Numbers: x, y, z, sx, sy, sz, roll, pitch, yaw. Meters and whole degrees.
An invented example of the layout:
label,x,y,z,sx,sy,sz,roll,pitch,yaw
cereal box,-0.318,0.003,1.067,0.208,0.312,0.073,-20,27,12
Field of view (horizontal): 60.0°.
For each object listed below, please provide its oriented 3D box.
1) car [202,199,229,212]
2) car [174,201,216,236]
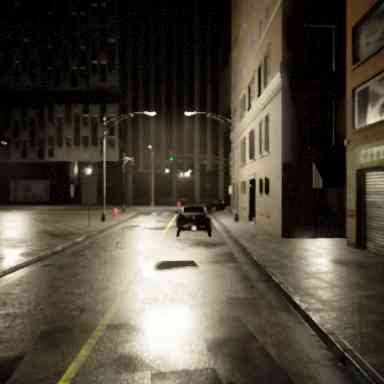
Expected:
label,x,y,z,sx,sy,sz,roll,pitch,yaw
car,2.239,1.437,35.682,1.882,1.535,5.008,-1,0,33
car,0.090,1.482,18.417,1.837,1.490,4.892,0,0,0
